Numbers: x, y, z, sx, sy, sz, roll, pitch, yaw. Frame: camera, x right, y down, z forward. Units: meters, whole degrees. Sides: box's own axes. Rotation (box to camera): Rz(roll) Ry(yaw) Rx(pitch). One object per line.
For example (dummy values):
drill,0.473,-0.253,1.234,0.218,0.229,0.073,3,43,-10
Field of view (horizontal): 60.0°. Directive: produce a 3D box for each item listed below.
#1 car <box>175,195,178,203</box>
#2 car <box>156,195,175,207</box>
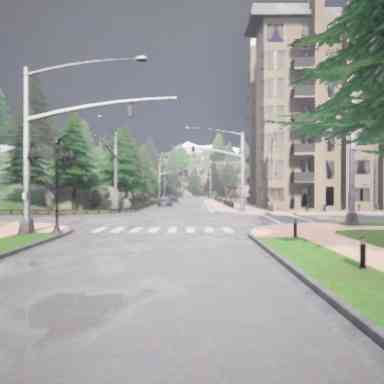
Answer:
car,-3.548,1.241,61.973,2.033,1.411,5.357,0,0,1
car,-3.731,1.304,46.332,1.812,1.442,4.674,0,0,1
